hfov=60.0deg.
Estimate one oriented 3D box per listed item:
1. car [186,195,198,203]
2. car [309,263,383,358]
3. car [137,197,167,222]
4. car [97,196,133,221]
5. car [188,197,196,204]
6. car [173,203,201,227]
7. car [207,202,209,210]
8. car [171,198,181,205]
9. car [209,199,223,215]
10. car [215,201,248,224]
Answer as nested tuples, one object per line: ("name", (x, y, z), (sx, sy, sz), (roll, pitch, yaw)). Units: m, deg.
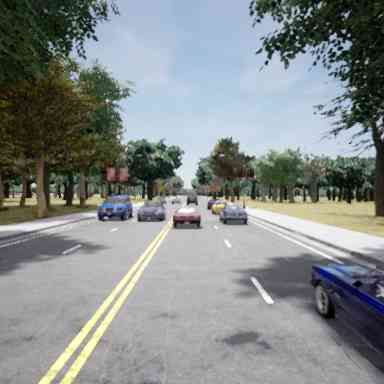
("car", (0.054, 1.656, 66.283), (2.150, 2.045, 5.566), (0, 0, 1))
("car", (3.249, 1.626, 4.530), (1.895, 1.301, 4.718), (0, 0, 0))
("car", (-3.354, 1.525, 28.301), (2.097, 1.767, 4.553), (0, 0, 0))
("car", (-6.605, 1.401, 29.299), (2.150, 2.045, 5.566), (0, 0, 0))
("car", (-0.010, 2.016, 78.304), (1.837, 1.490, 4.892), (0, 0, 0))
("car", (-0.324, 1.749, 24.239), (1.895, 1.301, 4.718), (0, 0, 0))
("car", (3.244, 1.736, 48.500), (2.033, 1.649, 4.856), (0, 0, 0))
("car", (-3.259, 1.988, 69.589), (1.994, 1.385, 4.181), (0, 0, 0))
("car", (3.245, 1.689, 37.690), (1.801, 1.575, 5.366), (0, 0, 0))
("car", (3.247, 1.709, 26.499), (2.033, 1.411, 5.357), (0, 0, 0))
